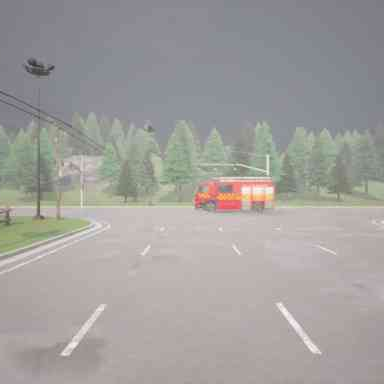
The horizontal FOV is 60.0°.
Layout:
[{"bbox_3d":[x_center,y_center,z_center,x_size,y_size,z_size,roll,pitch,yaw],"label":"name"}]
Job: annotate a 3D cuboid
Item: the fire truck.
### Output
[{"bbox_3d":[4.641,0.339,36.385,8.468,3.827,2.891,0,0,6],"label":"fire truck"}]
